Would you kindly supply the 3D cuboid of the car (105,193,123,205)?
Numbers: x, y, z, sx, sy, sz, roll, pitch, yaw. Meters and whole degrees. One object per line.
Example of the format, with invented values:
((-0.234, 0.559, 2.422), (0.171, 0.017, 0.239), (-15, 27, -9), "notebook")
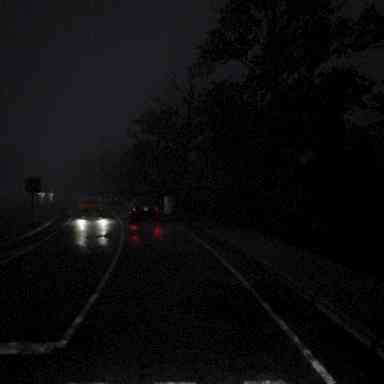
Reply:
((-10.096, 0.877, 41.473), (2.033, 1.411, 5.357), (1, 2, -26), "car")

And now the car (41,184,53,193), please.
((-28.005, -0.682, 63.564), (1.837, 1.490, 4.892), (2, 2, -34), "car")

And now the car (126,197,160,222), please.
((-3.761, 1.177, 25.046), (2.097, 1.767, 4.553), (1, 1, -15), "car")

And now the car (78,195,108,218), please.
((-8.221, 1.187, 27.141), (1.882, 1.535, 5.008), (1, 1, -18), "car")
